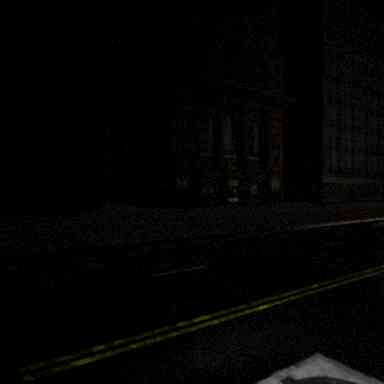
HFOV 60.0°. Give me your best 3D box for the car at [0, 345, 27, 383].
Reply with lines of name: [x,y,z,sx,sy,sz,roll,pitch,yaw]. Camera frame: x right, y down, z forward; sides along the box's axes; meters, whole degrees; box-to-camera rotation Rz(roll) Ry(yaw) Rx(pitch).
car: [-3.104,1.616,1.224,4.718,1.301,1.895,-1,0,-36]
